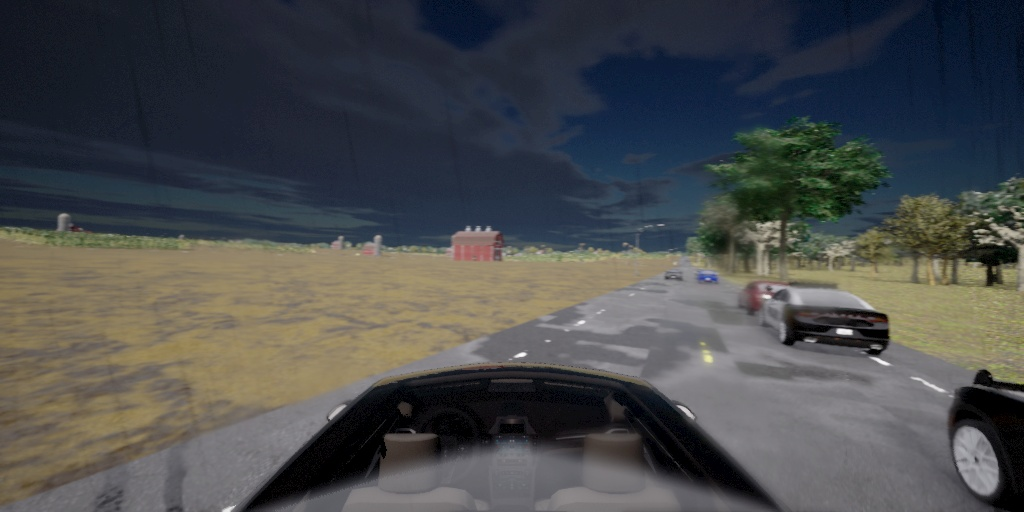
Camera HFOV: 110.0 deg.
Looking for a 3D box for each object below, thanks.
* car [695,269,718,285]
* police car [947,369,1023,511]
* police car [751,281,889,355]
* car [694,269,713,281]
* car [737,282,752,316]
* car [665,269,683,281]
[{"bbox_3d":[22.155,2.348,40.614,1.882,1.535,5.008,2,0,26],"label":"car"},{"bbox_3d":[4.317,1.335,1.451,1.930,1.638,5.238,2,-1,26],"label":"police car"},{"bbox_3d":[8.667,1.577,10.453,1.930,1.638,5.238,2,-1,26],"label":"police car"},{"bbox_3d":[26.590,2.579,49.954,2.128,1.511,4.902,2,0,26],"label":"car"},{"bbox_3d":[11.226,1.818,15.755,1.812,1.442,4.674,2,-1,26],"label":"car"},{"bbox_3d":[20.661,2.411,45.734,1.994,1.385,4.181,2,0,26],"label":"car"}]
